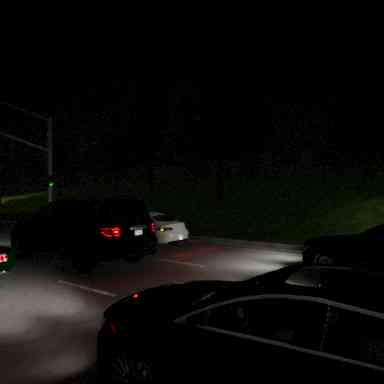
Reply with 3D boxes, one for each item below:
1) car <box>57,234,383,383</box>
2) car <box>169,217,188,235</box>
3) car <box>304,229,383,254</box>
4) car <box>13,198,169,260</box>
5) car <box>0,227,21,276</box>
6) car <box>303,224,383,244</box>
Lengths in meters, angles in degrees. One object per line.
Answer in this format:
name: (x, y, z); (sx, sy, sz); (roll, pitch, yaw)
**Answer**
car: (1.114, 1.492, 3.196); (4.902, 1.511, 2.128); (0, 0, 35)
car: (-2.305, 1.526, 14.188); (4.674, 1.442, 1.812); (0, 0, 36)
car: (4.713, 1.547, 4.933); (5.357, 1.411, 2.033); (0, 0, 35)
car: (-3.662, 1.222, 10.851); (5.566, 2.045, 2.150); (0, 0, 36)
car: (-6.697, 1.601, 8.724); (4.718, 1.301, 1.895); (0, 0, 36)
car: (5.334, 1.526, 8.765); (4.674, 1.442, 1.812); (0, 0, 35)
